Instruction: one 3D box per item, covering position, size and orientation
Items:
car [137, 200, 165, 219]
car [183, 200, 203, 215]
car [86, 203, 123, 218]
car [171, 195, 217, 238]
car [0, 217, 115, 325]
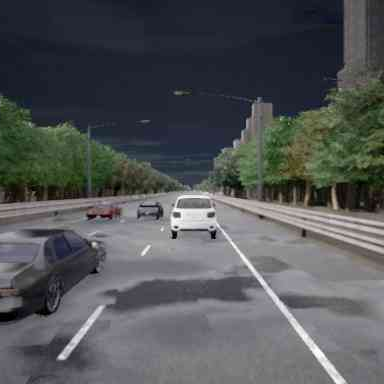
[{"bbox_3d":[-3.418,1.436,27.903,2.128,1.511,4.902,0,0,0],"label":"car"},{"bbox_3d":[0.078,1.533,33.726,1.895,1.301,4.718,0,0,0],"label":"car"},{"bbox_3d":[-6.919,1.549,26.814,1.895,1.301,4.718,0,0,0],"label":"car"},{"bbox_3d":[0.089,1.186,17.512,2.150,2.045,5.566,0,0,0],"label":"car"},{"bbox_3d":[-3.404,1.534,7.399,2.033,1.411,5.357,0,0,0],"label":"car"}]
